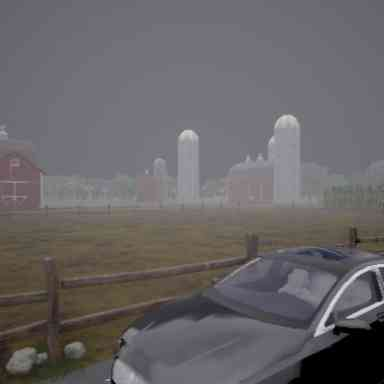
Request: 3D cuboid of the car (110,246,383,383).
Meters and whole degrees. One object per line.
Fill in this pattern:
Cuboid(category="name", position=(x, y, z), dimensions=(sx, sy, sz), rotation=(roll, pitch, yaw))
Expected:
Cuboid(category="car", position=(1.454, 1.510, 4.107), dimensions=(4.902, 1.511, 2.128), rotation=(0, 0, -36))
